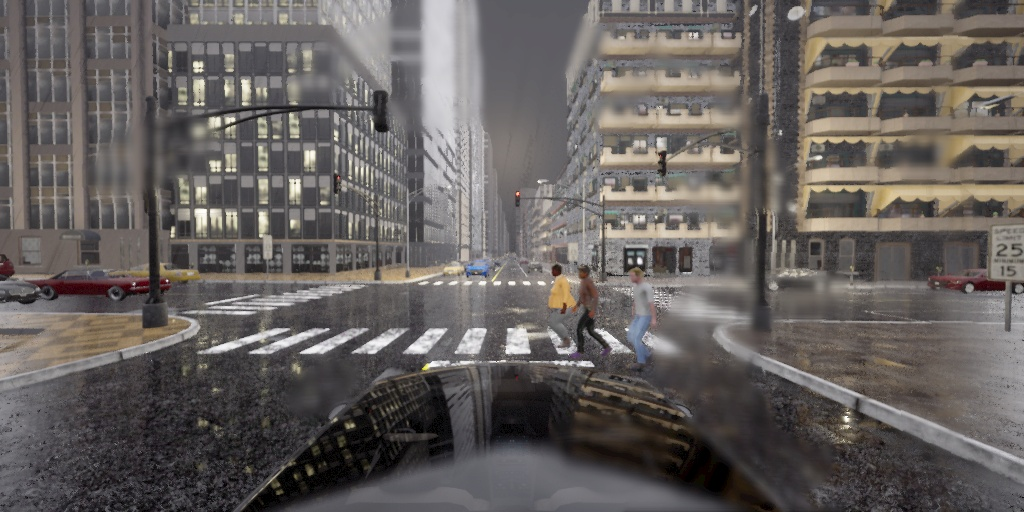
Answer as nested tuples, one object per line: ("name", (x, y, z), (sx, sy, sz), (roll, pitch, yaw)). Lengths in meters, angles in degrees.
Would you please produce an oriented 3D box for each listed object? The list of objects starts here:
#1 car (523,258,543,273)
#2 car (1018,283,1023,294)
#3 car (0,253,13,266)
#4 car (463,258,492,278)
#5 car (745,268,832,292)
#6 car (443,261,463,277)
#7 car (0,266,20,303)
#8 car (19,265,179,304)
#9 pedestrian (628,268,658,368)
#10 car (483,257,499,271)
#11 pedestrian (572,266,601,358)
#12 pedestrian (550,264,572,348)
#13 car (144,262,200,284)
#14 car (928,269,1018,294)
("car", (2.612, 1.264, 41.673), (2.007, 1.370, 4.403), (0, 0, 0))
("car", (21.694, 1.569, 12.783), (4.313, 1.339, 1.948), (0, 0, 1))
("car", (-33.653, 0.700, 21.834), (5.009, 1.841, 2.192), (0, 0, 1))
("car", (-3.154, 1.198, 33.638), (1.882, 1.535, 5.008), (0, 0, -1))
("car", (16.271, 1.363, 21.229), (4.403, 1.370, 2.007), (0, 0, 1))
("car", (-5.757, 1.244, 35.832), (1.751, 1.417, 4.829), (0, 0, 0))
("car", (-20.309, 1.197, 13.322), (4.403, 1.370, 2.007), (0, 0, 1))
("car", (-18.052, 1.222, 15.844), (4.718, 1.301, 1.895), (0, 1, 1))
("pedestrian", (2.292, 1.039, 6.345), (0.375, 1.860, 0.375), (-1, 1, 0))
("car", (-3.178, 1.199, 48.004), (2.128, 1.511, 4.902), (0, 0, 0))
("pedestrian", (1.441, 1.039, 6.983), (0.375, 1.860, 0.375), (-1, 1, 0))
("pedestrian", (1.071, 1.038, 7.583), (0.375, 1.860, 0.375), (-1, 1, 0))
("car", (-21.706, 1.017, 21.653), (4.829, 1.417, 1.751), (0, 0, 1))
("car", (27.336, 1.449, 21.095), (4.507, 1.381, 1.888), (0, 0, 1))
